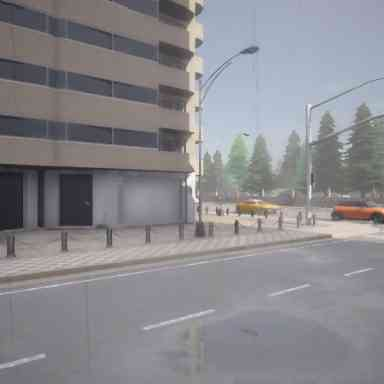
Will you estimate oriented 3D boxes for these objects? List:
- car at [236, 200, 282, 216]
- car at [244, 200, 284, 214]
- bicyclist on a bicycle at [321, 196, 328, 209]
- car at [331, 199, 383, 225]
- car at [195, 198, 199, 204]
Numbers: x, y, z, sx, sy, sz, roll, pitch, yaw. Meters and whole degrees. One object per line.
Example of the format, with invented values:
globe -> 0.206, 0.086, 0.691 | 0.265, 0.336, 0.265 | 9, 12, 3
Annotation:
car -> 6.596, 1.533, 33.591 | 1.882, 1.535, 5.008 | 0, 0, -36
car -> 8.053, 1.619, 37.553 | 1.994, 1.385, 4.181 | 0, 0, -36
bicyclist on a bicycle -> 17.332, 1.356, 43.463 | 1.656, 1.620, 0.582 | 0, 0, -36
car -> 12.909, 1.396, 24.840 | 2.097, 1.767, 4.553 | 0, 0, -36
car -> -0.534, 1.581, 61.754 | 1.812, 1.442, 4.674 | 0, 0, -36
